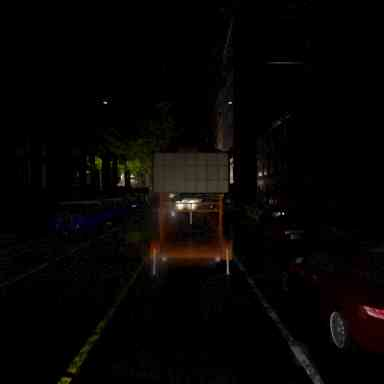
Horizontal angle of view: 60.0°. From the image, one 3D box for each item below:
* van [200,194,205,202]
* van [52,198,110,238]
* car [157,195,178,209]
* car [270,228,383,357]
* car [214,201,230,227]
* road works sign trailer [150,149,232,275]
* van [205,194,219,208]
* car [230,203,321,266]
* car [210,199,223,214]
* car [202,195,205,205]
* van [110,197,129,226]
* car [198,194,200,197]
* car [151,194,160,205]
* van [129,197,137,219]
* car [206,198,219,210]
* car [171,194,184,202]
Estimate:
[{"bbox_3d":[2.688,1.278,56.771,1.690,1.788,3.998,0,0,0],"label":"van"},{"bbox_3d":[-5.719,1.334,17.100,1.690,1.788,3.998,0,0,0],"label":"van"},{"bbox_3d":[-3.230,1.485,44.663,1.812,1.442,4.674,0,0,0],"label":"car"},{"bbox_3d":[2.840,1.581,5.827,1.802,1.307,4.206,0,0,0],"label":"car"},{"bbox_3d":[2.790,1.532,22.809,1.887,1.381,4.507,0,0,0],"label":"car"},{"bbox_3d":[-0.029,0.461,10.433,2.380,3.560,2.880,0,0,0],"label":"road works sign trailer"},{"bbox_3d":[2.738,1.308,39.790,1.690,1.788,3.998,0,0,0],"label":"van"},{"bbox_3d":[2.822,1.311,11.488,2.192,1.841,5.009,0,0,0],"label":"car"},{"bbox_3d":[2.773,1.564,28.469,1.802,1.307,4.206,0,0,0],"label":"car"},{"bbox_3d":[2.722,1.502,45.451,1.887,1.381,4.507,0,0,0],"label":"car"},{"bbox_3d":[-5.736,1.329,22.758,1.690,1.788,3.998,0,0,0],"label":"van"},{"bbox_3d":[2.672,1.491,62.432,1.947,1.339,4.313,0,0,0],"label":"car"},{"bbox_3d":[-5.836,1.252,56.705,2.192,1.841,5.009,0,0,0],"label":"car"},{"bbox_3d":[-5.753,1.323,28.416,1.690,1.788,3.998,0,0,0],"label":"van"},{"bbox_3d":[2.756,1.556,34.130,1.802,1.307,4.206,0,0,0],"label":"car"},{"bbox_3d":[-3.211,1.451,71.565,2.033,1.411,5.357,0,0,0],"label":"car"}]
